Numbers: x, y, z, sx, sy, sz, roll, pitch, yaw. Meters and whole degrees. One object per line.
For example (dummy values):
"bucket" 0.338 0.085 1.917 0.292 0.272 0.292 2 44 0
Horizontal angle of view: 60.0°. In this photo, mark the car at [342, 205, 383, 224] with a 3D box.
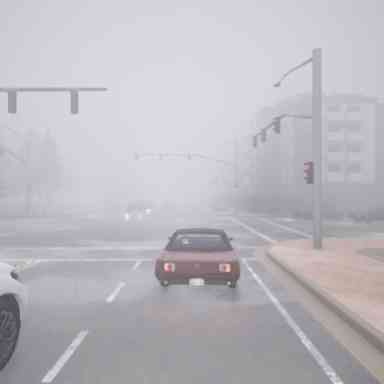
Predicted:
"car" 15.274 1.741 26.461 5.357 1.411 2.033 0 0 -3

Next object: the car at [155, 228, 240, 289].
"car" 0.234 1.671 9.399 1.895 1.301 4.718 0 0 3

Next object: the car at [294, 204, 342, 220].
"car" 11.346 1.782 29.748 4.181 1.385 1.994 0 0 -2

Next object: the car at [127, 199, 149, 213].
"car" -7.099 1.792 42.892 1.882 1.535 5.008 0 0 0

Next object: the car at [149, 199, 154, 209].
"car" -7.101 1.879 52.796 2.128 1.511 4.902 0 0 0

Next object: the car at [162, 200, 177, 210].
"car" -3.425 1.937 50.902 1.994 1.385 4.181 0 0 0

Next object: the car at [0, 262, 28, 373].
"car" -3.450 1.242 2.426 2.150 2.045 5.566 0 0 0
